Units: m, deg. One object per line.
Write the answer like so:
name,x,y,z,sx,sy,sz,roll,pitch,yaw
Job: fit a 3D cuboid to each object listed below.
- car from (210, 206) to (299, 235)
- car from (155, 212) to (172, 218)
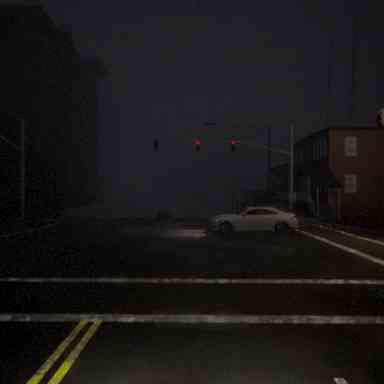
car,3.297,1.485,17.866,4.674,1.442,1.812,0,0,1
car,-3.561,3.240,42.805,2.033,1.411,5.357,0,-11,0
